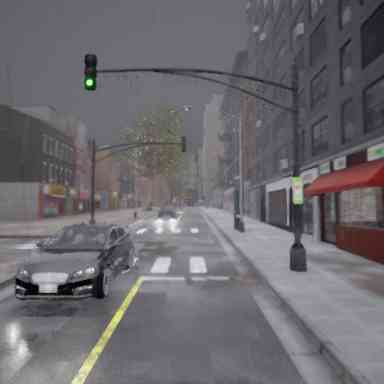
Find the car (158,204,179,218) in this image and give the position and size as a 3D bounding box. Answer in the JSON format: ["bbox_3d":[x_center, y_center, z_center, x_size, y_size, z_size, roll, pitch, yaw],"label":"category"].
[{"bbox_3d":[-2.777,2.239,37.532,1.895,1.301,4.718,0,-1,0],"label":"car"}]

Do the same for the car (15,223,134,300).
[{"bbox_3d":[-2.756,1.613,8.825,2.128,1.511,4.902,0,-1,0],"label":"car"}]
